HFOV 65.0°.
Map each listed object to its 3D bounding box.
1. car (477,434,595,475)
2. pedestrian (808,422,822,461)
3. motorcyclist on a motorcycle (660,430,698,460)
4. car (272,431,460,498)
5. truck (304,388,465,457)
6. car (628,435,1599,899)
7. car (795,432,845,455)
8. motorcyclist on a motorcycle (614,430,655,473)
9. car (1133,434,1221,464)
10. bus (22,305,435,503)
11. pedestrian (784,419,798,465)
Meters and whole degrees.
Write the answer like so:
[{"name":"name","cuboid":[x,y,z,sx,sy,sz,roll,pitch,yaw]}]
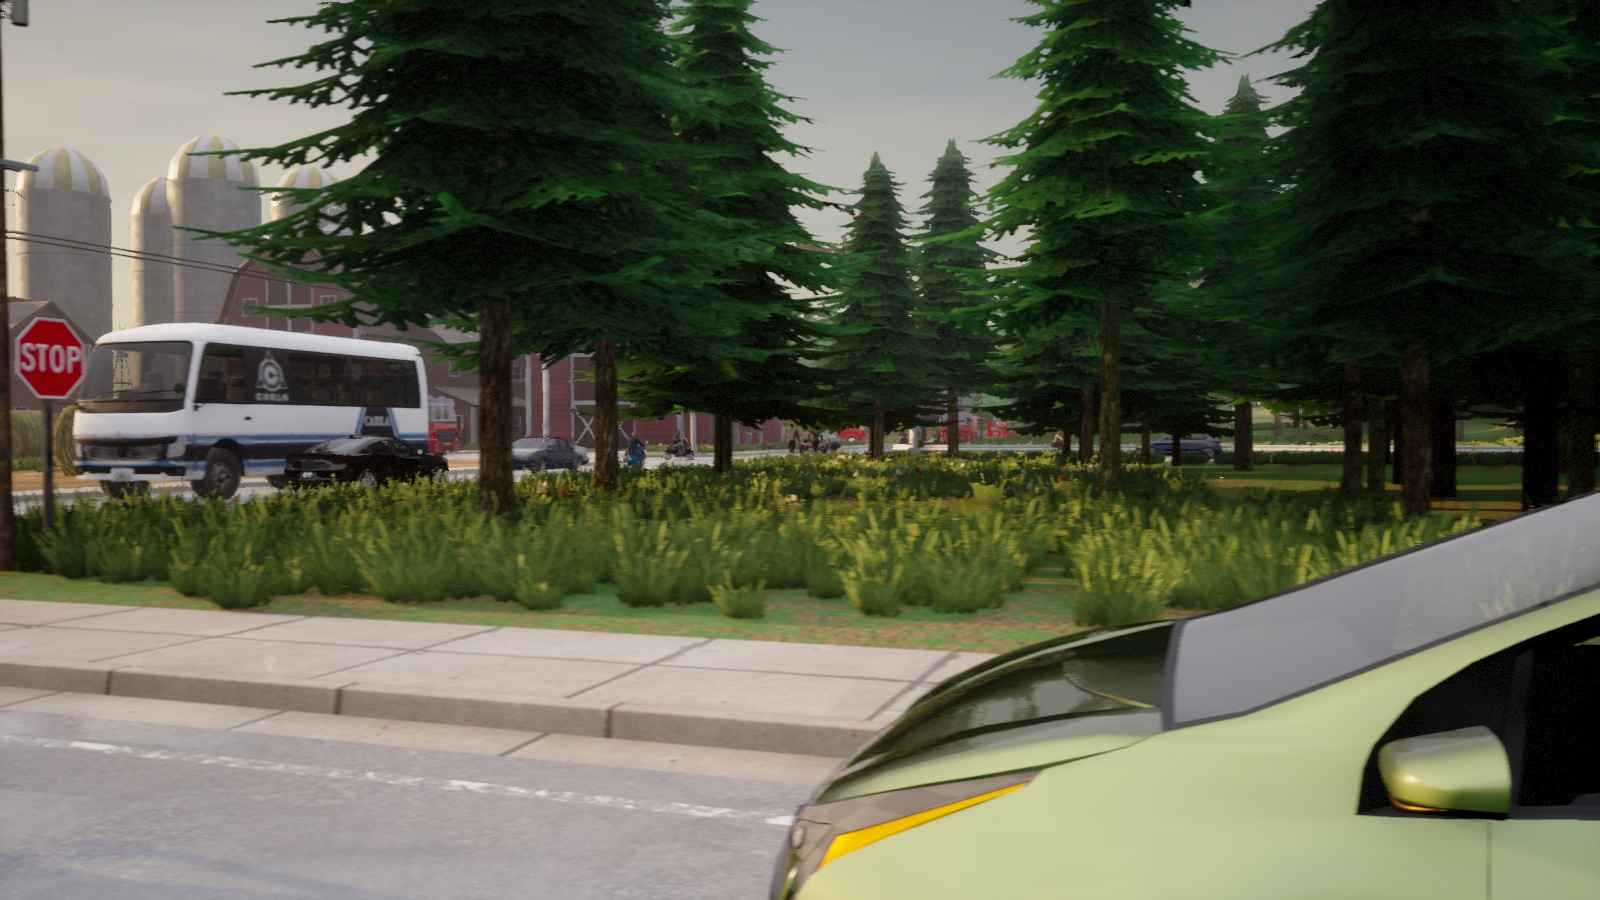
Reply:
[{"name":"car","cuboid":[-9.795,0.125,47.039,2.033,1.411,5.357,0,1,16]},{"name":"pedestrian","cuboid":[0.688,-0.406,58.313,0.328,1.805,0.869,1,1,25]},{"name":"motorcyclist on a motorcycle","cuboid":[-6.423,-0.286,66.746,1.817,1.590,0.866,1,1,15]},{"name":"car","cuboid":[-10.716,0.299,31.468,1.882,1.535,5.008,0,1,16]},{"name":"truck","cuboid":[-23.600,-1.558,71.431,8.468,3.827,2.891,0,1,15]},{"name":"car","cuboid":[2.153,0.741,2.468,4.514,1.525,2.007,0,1,18]},{"name":"car","cuboid":[1.411,-0.485,85.228,2.163,1.488,4.792,0,1,16]},{"name":"motorcyclist on a motorcycle","cuboid":[-6.182,0.047,46.919,0.866,1.590,1.817,0,1,16]},{"name":"car","cuboid":[18.992,-0.085,63.419,4.193,1.474,1.816,0,1,15]},{"name":"bus","cuboid":[-14.059,-1.084,32.465,3.944,4.253,10.273,0,1,16]},{"name":"pedestrian","cuboid":[-0.372,-0.343,54.140,0.423,1.949,0.788,0,1,13]}]
